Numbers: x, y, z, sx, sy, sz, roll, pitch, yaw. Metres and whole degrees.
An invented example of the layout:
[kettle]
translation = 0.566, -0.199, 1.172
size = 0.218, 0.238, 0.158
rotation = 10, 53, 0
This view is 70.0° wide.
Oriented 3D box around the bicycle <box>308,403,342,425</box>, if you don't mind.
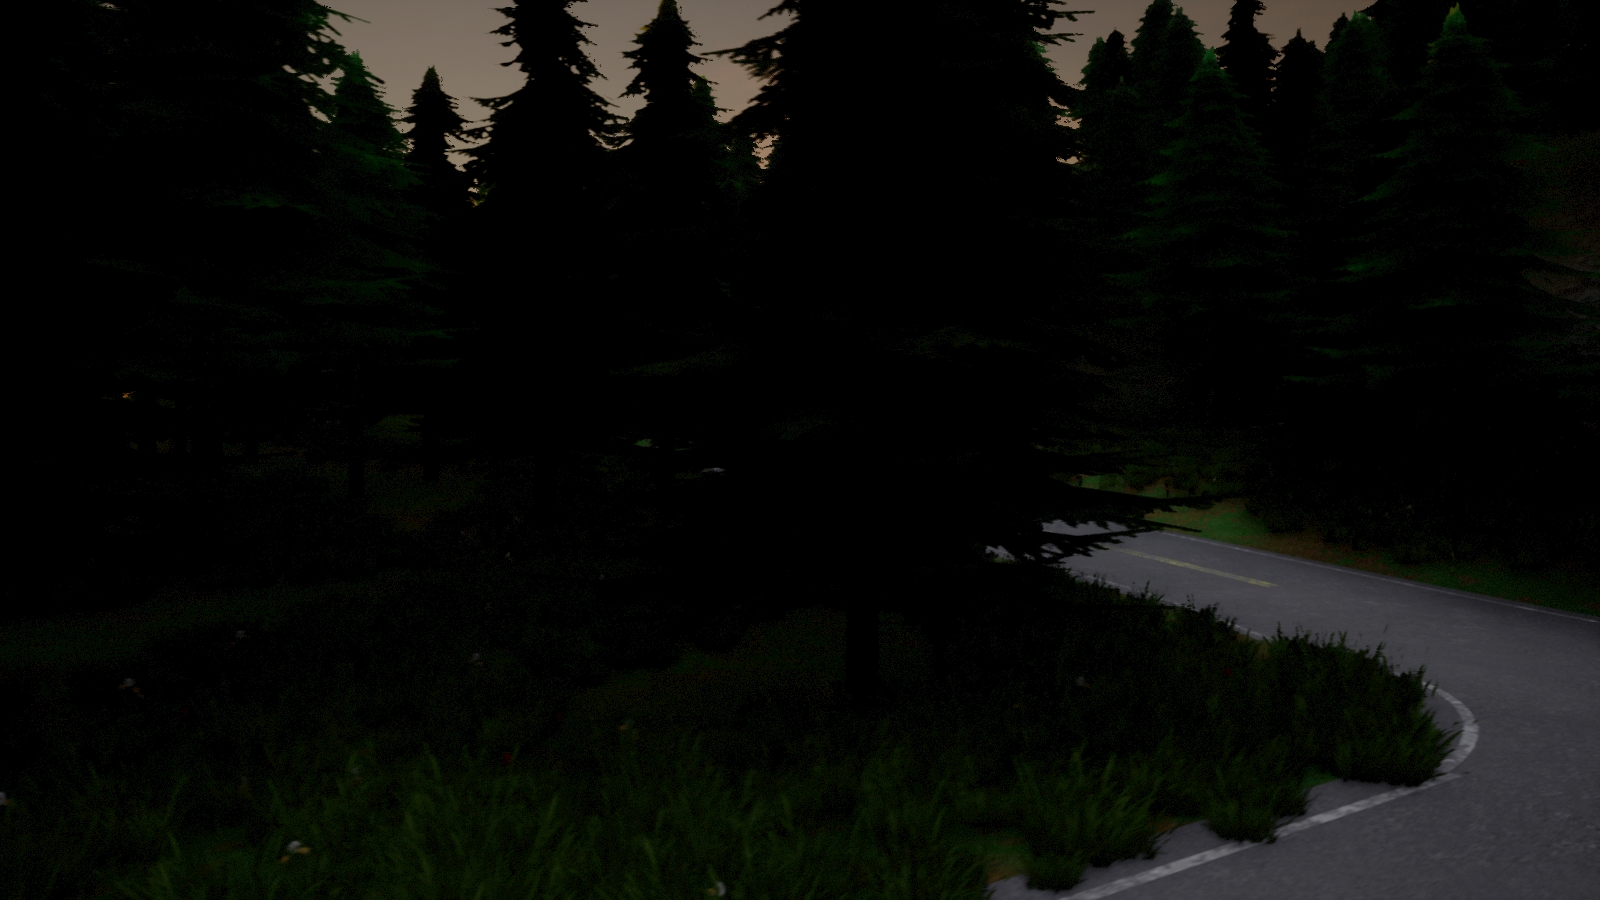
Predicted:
[bicycle]
translation = -24.784, -1.871, 59.628
size = 1.643, 1.024, 0.373
rotation = 4, 1, 6
